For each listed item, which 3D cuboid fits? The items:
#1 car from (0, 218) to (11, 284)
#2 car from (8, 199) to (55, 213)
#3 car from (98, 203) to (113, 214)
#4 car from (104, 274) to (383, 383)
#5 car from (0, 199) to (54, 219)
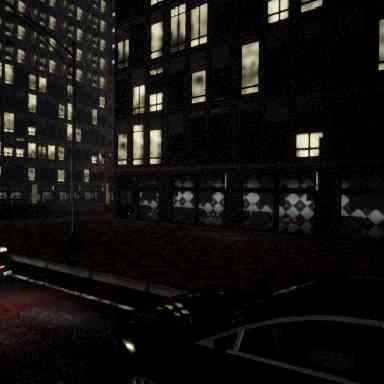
[{"bbox_3d":[-6.346,1.487,8.185,4.902,1.511,2.128,0,0,36],"label":"car"},{"bbox_3d":[-19.145,1.641,39.917,1.752,1.417,4.829,1,0,36],"label":"car"},{"bbox_3d":[-8.849,1.829,39.766,1.752,1.417,4.829,1,0,36],"label":"car"},{"bbox_3d":[1.335,1.491,2.728,4.902,1.511,2.128,0,0,35],"label":"car"},{"bbox_3d":[-15.636,1.518,30.546,2.192,1.841,5.009,1,0,36],"label":"car"}]
